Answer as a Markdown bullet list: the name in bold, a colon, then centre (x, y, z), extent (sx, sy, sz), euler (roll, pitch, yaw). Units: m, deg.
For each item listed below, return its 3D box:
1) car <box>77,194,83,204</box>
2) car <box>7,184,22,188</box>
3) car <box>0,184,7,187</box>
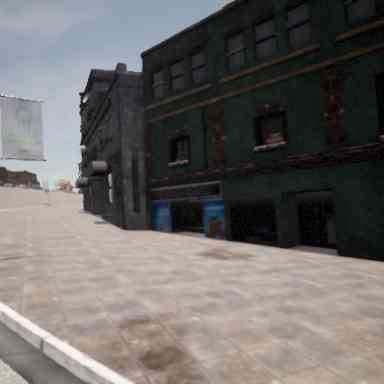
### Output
- **car**: centre (-22.490, 1.777, 71.675), extent (2.128, 1.511, 4.902), euler (-4, -1, 16)
- **car**: centre (-45.606, -1.231, 82.940), extent (2.231, 1.521, 4.892), euler (-4, -3, 7)
- **car**: centre (-46.295, -1.405, 77.565), extent (2.002, 1.452, 4.674), euler (-4, -3, 8)
